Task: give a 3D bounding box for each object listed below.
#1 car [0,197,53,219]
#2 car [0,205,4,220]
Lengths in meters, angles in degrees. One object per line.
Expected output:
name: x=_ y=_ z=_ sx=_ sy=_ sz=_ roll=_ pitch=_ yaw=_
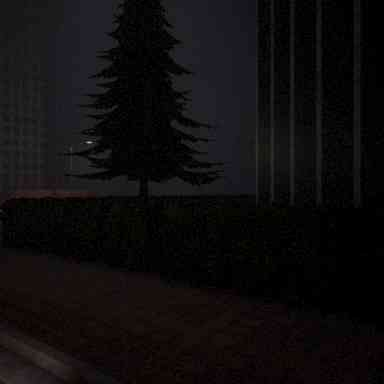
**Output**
car: x=-15.646 y=1.407 z=30.912 sx=2.097 sy=1.767 sz=4.553 roll=0 pitch=0 yaw=36
car: x=-13.929 y=1.407 z=27.295 sx=2.097 sy=1.767 sz=4.553 roll=0 pitch=0 yaw=36
